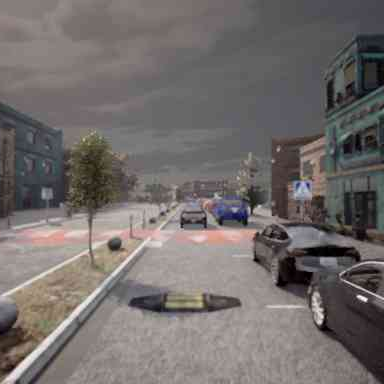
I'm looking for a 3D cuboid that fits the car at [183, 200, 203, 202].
[{"bbox_3d":[0.106,1.978,41.507,1.895,1.301,4.718,0,-1,0],"label":"car"}]

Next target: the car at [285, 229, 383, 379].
[{"bbox_3d":[2.998,1.520,4.106,2.231,1.521,4.892,0,-1,0],"label":"car"}]

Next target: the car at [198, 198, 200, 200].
[{"bbox_3d":[3.008,2.118,70.337,2.185,1.767,4.553,0,-1,0],"label":"car"}]

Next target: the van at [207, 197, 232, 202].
[{"bbox_3d":[3.004,1.585,37.236,1.878,1.987,4.442,0,-1,0],"label":"van"}]

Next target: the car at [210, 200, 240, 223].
[{"bbox_3d":[3.002,1.793,31.590,2.002,1.452,4.674,0,0,0],"label":"car"}]

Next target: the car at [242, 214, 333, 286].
[{"bbox_3d":[2.999,1.596,9.663,2.163,1.488,4.792,0,0,0],"label":"car"}]

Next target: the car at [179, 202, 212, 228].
[{"bbox_3d":[0.105,1.702,24.242,2.128,1.511,4.902,0,0,0],"label":"car"}]

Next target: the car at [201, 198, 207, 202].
[{"bbox_3d":[3.006,1.884,53.648,2.185,1.767,4.553,0,-1,0],"label":"car"}]
